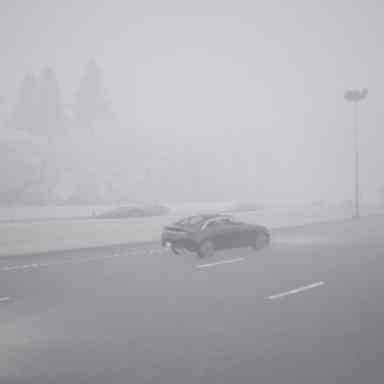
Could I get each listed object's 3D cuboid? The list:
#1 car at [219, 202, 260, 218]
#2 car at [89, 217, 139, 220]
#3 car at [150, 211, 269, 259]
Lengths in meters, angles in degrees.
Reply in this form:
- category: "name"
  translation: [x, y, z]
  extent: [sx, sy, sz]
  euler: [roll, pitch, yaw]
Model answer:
- category: "car"
  translation: [5.165, 1.876, 35.572]
  extent: [4.674, 1.442, 1.812]
  euler: [0, -1, -44]
- category: "car"
  translation: [-4.691, 1.765, 22.437]
  extent: [4.902, 1.511, 2.128]
  euler: [0, -1, -38]
- category: "car"
  translation: [1.060, 1.630, 13.223]
  extent: [4.902, 1.511, 2.128]
  euler: [0, -1, -38]
